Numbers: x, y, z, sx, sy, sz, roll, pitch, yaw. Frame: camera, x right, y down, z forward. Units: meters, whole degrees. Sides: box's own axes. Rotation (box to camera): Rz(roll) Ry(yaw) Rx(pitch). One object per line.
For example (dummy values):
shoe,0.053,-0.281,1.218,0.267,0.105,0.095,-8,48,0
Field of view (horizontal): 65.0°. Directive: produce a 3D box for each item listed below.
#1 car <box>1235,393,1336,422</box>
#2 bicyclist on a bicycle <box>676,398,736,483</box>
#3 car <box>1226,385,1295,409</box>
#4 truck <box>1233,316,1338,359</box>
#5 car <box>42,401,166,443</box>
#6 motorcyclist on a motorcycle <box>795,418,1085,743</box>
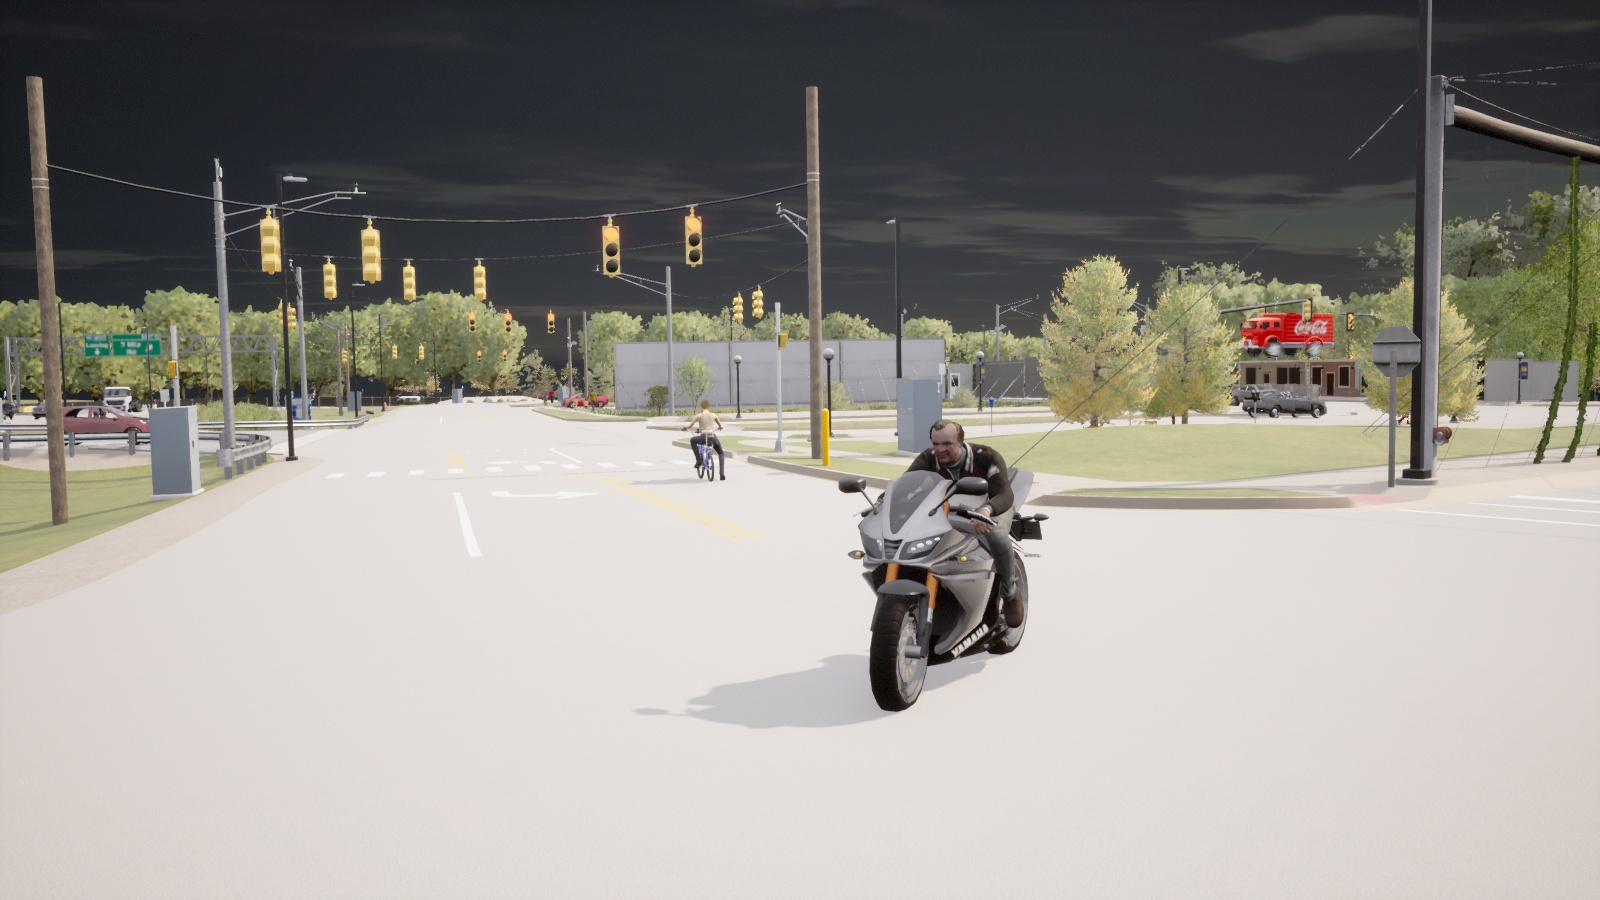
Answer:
car,26.541,-2.332,68.681,4.902,1.511,2.128,-1,3,-20
bicyclist on a bicycle,-1.888,-0.210,24.951,0.866,1.612,1.509,-2,3,-16
car,33.322,-3.854,91.032,2.152,1.651,5.027,-2,4,-15
truck,28.991,-6.728,75.106,5.204,2.467,2.627,-1,6,-15
car,-26.079,-1.087,47.183,3.633,1.501,1.845,-1,3,-11
motorcyclist on a motorcycle,0.895,0.607,7.232,0.866,1.530,2.191,0,3,29
